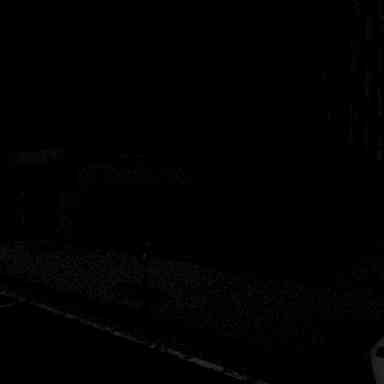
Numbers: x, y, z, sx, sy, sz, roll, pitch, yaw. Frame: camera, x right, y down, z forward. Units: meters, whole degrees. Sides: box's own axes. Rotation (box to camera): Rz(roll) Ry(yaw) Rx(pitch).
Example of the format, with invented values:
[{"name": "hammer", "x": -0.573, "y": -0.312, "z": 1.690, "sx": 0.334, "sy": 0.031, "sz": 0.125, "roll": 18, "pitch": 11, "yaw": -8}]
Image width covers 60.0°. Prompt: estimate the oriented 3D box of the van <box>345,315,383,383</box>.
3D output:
[{"name": "van", "x": 2.612, "y": 1.335, "z": 1.086, "sx": 3.998, "sy": 1.788, "sz": 1.690, "roll": 0, "pitch": 1, "yaw": 35}]
